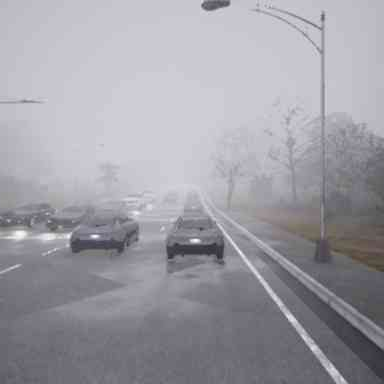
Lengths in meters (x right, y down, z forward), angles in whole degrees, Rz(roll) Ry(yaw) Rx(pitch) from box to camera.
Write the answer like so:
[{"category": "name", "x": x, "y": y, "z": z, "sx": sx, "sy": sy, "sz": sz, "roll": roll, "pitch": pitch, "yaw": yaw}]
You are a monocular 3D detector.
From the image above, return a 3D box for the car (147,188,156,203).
[{"category": "car", "x": -6.987, "y": 0.554, "z": 52.039, "sx": 2.150, "sy": 2.045, "sz": 5.566, "roll": 0, "pitch": 3, "yaw": 1}]

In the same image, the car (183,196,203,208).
[{"category": "car", "x": 0.129, "y": 1.457, "z": 33.997, "sx": 1.994, "sy": 1.385, "sz": 4.181, "roll": 0, "pitch": 0, "yaw": 0}]

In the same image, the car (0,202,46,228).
[{"category": "car", "x": -10.558, "y": 1.435, "z": 21.831, "sx": 1.837, "sy": 1.490, "sz": 4.892, "roll": 0, "pitch": 0, "yaw": 3}]

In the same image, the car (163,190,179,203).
[{"category": "car", "x": -3.455, "y": 0.901, "z": 52.000, "sx": 1.994, "sy": 1.385, "sz": 4.181, "roll": 0, "pitch": 3, "yaw": 0}]

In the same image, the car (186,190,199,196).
[{"category": "car", "x": 0.102, "y": 0.396, "z": 57.332, "sx": 2.097, "sy": 1.767, "sz": 4.553, "roll": 0, "pitch": 3, "yaw": 0}]

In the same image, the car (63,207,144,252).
[{"category": "car", "x": -3.390, "y": 1.520, "z": 13.627, "sx": 1.994, "sy": 1.385, "sz": 4.181, "roll": 0, "pitch": 0, "yaw": 0}]

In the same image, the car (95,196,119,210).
[{"category": "car", "x": -10.506, "y": 1.324, "z": 41.574, "sx": 1.812, "sy": 1.442, "sz": 4.674, "roll": 0, "pitch": 1, "yaw": 0}]

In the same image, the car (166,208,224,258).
[{"category": "car", "x": 0.110, "y": 1.524, "z": 12.635, "sx": 1.994, "sy": 1.385, "sz": 4.181, "roll": 0, "pitch": 0, "yaw": 0}]

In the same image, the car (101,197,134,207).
[{"category": "car", "x": -7.068, "y": 1.450, "z": 30.620, "sx": 2.033, "sy": 1.411, "sz": 5.357, "roll": 0, "pitch": 0, "yaw": 0}]

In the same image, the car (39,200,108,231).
[{"category": "car", "x": -7.085, "y": 1.482, "z": 20.546, "sx": 2.033, "sy": 1.411, "sz": 5.357, "roll": 0, "pitch": 0, "yaw": 0}]

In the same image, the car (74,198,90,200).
[{"category": "car", "x": -10.564, "y": 1.377, "z": 31.632, "sx": 1.882, "sy": 1.535, "sz": 5.008, "roll": 0, "pitch": 0, "yaw": 0}]

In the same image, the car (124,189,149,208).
[{"category": "car", "x": -7.023, "y": 1.036, "z": 40.899, "sx": 2.150, "sy": 2.045, "sz": 5.566, "roll": 0, "pitch": 1, "yaw": 1}]
